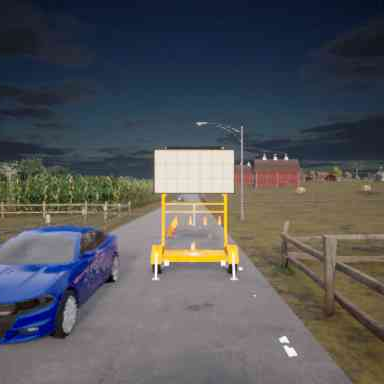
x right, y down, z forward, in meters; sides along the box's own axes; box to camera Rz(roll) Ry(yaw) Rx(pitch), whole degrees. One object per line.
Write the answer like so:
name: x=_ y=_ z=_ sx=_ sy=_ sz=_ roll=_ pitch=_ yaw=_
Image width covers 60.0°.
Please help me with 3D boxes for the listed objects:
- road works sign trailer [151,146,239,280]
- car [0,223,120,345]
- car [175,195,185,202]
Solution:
road works sign trailer: x=0.068 y=0.459 z=9.893 sx=2.380 sy=3.560 sz=2.880 roll=0 pitch=0 yaw=0
car: x=-2.828 y=1.474 z=6.802 sx=1.882 sy=1.535 sz=5.008 roll=0 pitch=0 yaw=0
car: x=-2.539 y=1.349 z=70.626 sx=2.128 sy=1.511 sz=4.902 roll=0 pitch=1 yaw=0
